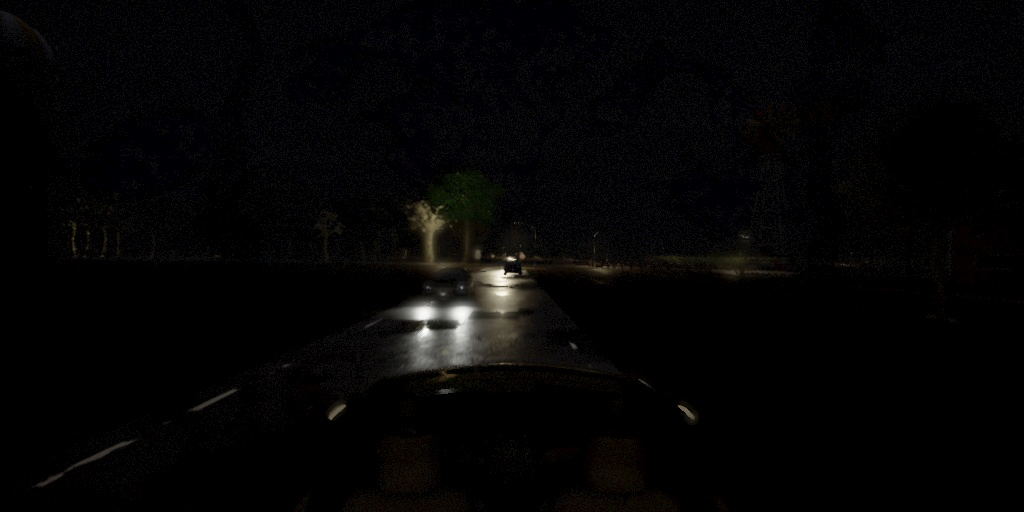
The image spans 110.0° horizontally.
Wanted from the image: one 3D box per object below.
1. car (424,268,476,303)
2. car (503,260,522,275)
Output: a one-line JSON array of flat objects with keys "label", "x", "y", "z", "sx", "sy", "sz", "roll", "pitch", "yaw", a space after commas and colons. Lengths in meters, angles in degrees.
[{"label": "car", "x": -2.768, "y": 1.281, "z": 16.784, "sx": 1.812, "sy": 1.442, "sz": 4.674, "roll": 0, "pitch": 0, "yaw": 0}, {"label": "car", "x": 0.095, "y": 1.226, "z": 38.960, "sx": 1.882, "sy": 1.535, "sz": 5.008, "roll": 0, "pitch": 0, "yaw": 0}]
